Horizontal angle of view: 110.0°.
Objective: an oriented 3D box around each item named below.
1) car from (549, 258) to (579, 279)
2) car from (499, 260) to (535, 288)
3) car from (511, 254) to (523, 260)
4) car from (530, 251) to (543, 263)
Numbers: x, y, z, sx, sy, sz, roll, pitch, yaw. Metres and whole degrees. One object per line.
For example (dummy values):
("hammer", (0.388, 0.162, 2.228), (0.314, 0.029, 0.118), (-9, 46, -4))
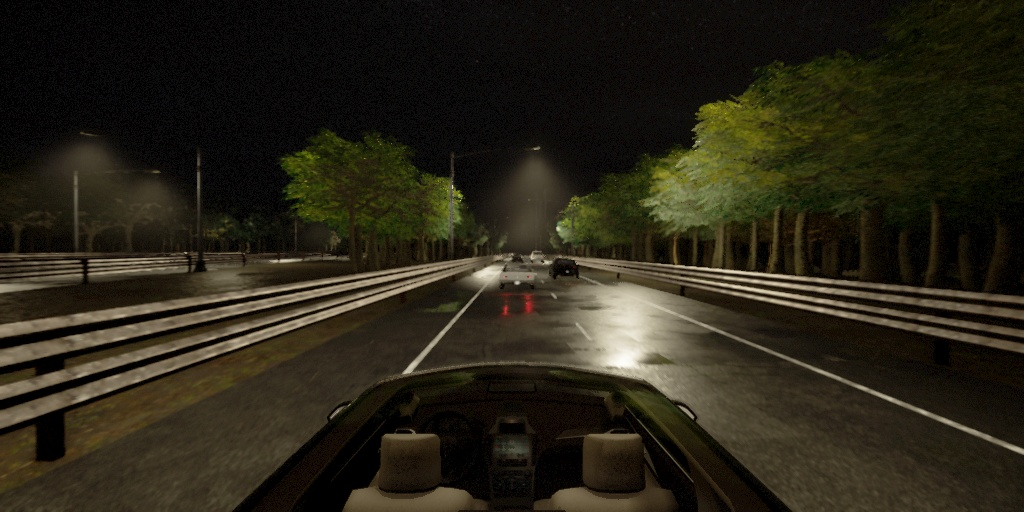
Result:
("car", (3.908, 0.895, 27.534), (1.882, 1.535, 5.008), (0, 1, 1))
("car", (0.304, 1.085, 20.802), (1.895, 1.301, 4.718), (0, 1, 1))
("car", (0.901, 0.433, 63.709), (1.837, 1.490, 4.892), (0, 1, 1))
("car", (4.409, 0.168, 64.075), (2.150, 2.045, 5.566), (0, 1, 1))
